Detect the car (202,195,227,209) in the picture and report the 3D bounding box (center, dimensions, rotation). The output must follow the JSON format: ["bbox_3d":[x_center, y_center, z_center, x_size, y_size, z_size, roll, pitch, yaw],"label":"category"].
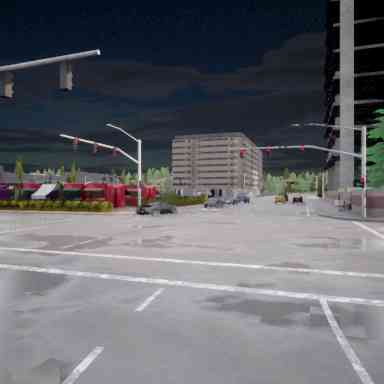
[{"bbox_3d":[3.038,1.506,46.348,1.837,1.490,4.892,0,0,19],"label":"car"}]

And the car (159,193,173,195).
[{"bbox_3d":[-7.884,1.209,81.479,4.605,1.855,1.932,0,0,19],"label":"car"}]

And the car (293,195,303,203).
[{"bbox_3d":[21.516,1.478,67.606,1.882,1.535,5.008,0,0,19],"label":"car"}]

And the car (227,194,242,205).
[{"bbox_3d":[6.662,1.492,56.916,2.128,1.511,4.902,0,0,19],"label":"car"}]

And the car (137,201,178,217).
[{"bbox_3d":[-3.241,1.584,31.887,1.994,1.385,4.181,1,1,39],"label":"car"}]

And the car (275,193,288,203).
[{"bbox_3d":[18.304,1.478,69.013,1.882,1.535,5.008,0,0,19],"label":"car"}]

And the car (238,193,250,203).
[{"bbox_3d":[10.202,1.221,67.083,2.150,2.045,5.566,0,0,20],"label":"car"}]

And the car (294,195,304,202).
[{"bbox_3d":[24.818,1.525,77.347,2.128,1.511,4.902,0,0,19],"label":"car"}]
